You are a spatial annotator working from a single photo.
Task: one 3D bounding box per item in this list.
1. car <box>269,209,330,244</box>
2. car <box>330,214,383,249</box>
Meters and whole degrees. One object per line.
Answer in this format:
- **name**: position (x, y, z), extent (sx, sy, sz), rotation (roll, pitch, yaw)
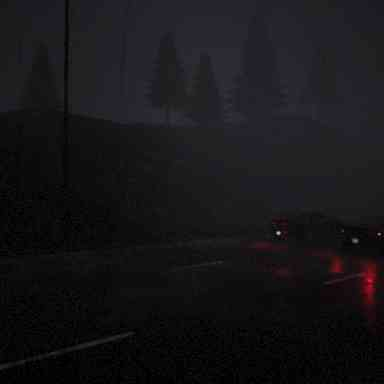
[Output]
- **car**: position (5.964, 1.643, 16.711), extent (4.892, 1.490, 1.837), rotation (0, 0, -35)
- **car**: position (8.050, 1.661, 13.899), extent (4.674, 1.442, 1.812), rotation (0, 0, -35)
